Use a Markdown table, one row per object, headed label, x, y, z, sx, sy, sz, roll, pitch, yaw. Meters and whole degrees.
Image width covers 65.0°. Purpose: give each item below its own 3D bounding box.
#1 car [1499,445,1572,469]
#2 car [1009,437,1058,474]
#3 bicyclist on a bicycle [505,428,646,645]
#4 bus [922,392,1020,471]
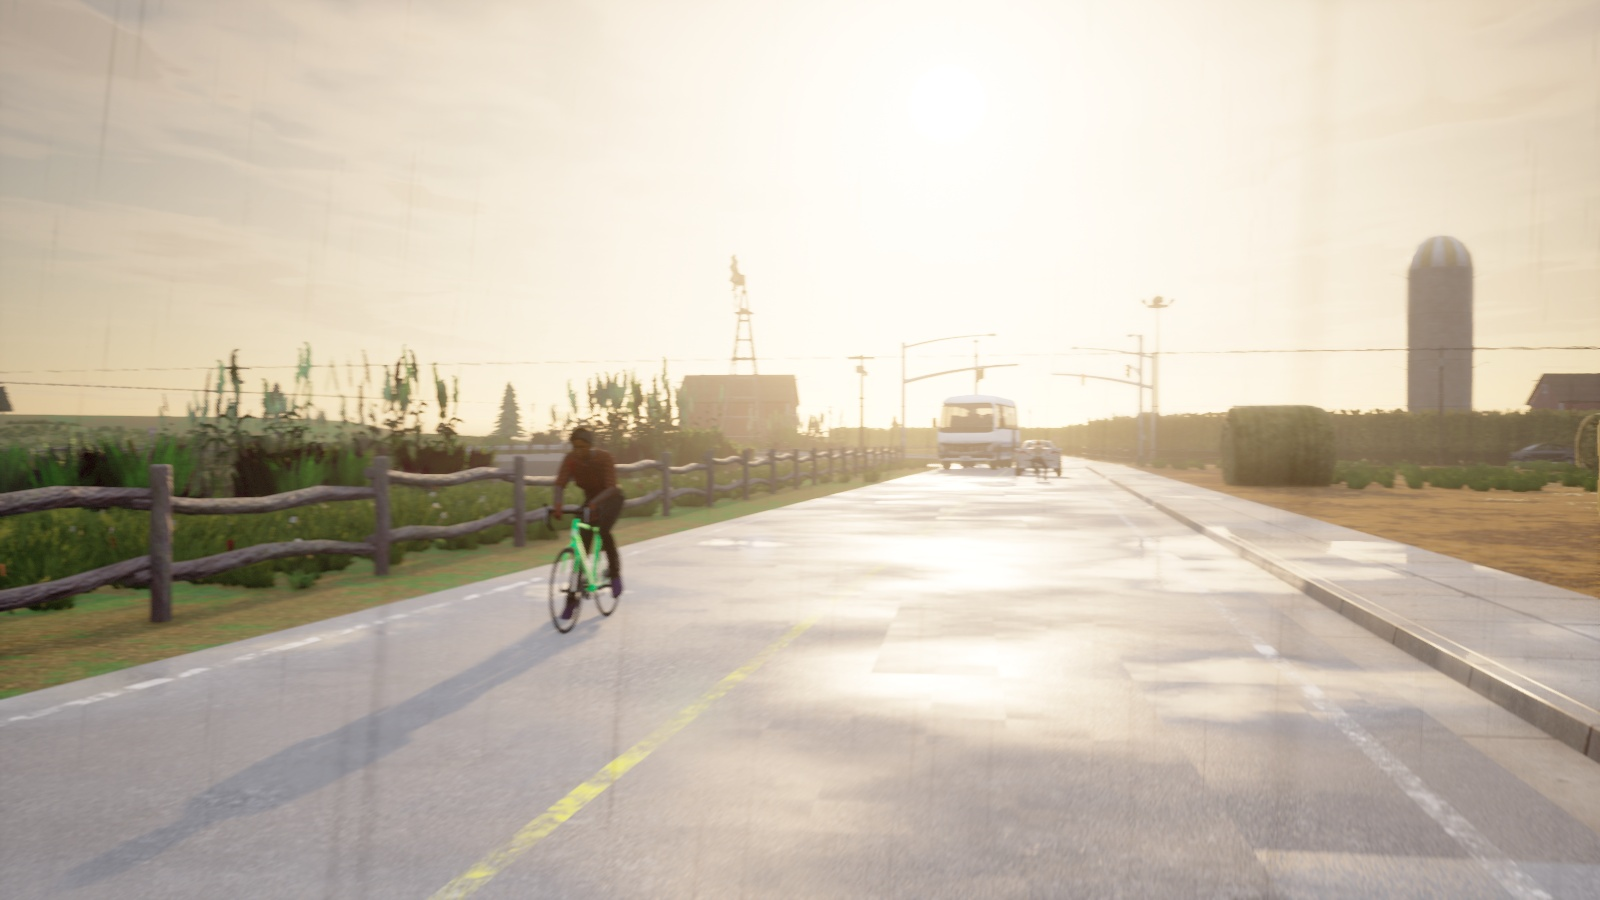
| label | x | y | z | sx | sy | sz | roll | pitch | yaw |
| --- | --- | --- | --- | --- | --- | --- | --- | --- | --- |
| car | 48.017 | 0.424 | 82.059 | 3.705 | 1.549 | 1.789 | 0 | 0 | 8 |
| car | 10.814 | 0.221 | 58.081 | 2.152 | 1.651 | 5.027 | 0 | 0 | 11 |
| bicyclist on a bicycle | -1.786 | 0.635 | 10.232 | 0.582 | 1.620 | 1.656 | 0 | 1 | 11 |
| bus | 10.090 | -1.019 | 72.683 | 3.944 | 4.253 | 10.273 | 0 | 0 | 17 |
